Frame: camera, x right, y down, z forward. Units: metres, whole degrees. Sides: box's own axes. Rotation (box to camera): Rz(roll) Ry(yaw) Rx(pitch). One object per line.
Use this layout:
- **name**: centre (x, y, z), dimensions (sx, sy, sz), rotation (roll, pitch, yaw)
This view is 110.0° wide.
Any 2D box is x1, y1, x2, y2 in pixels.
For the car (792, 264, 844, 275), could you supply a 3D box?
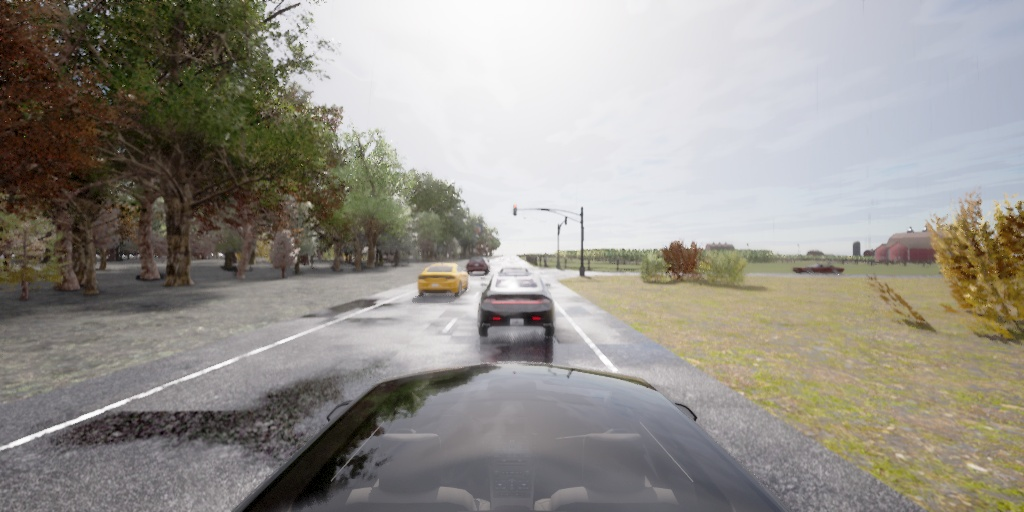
- **car**: centre (35.373, 1.529, 41.565), dimensions (4.718, 1.301, 1.895), rotation (1, -1, 0)

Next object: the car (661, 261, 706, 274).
- **car**: centre (19.917, 1.237, 41.656), dimensions (5.008, 1.535, 1.882), rotation (1, -1, 0)

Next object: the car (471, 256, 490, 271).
- **car**: centre (-3.366, 0.878, 36.416), dimensions (2.097, 1.767, 4.553), rotation (0, 0, 0)

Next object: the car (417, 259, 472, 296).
- **car**: centre (-3.385, 1.122, 18.299), dimensions (1.882, 1.535, 5.008), rotation (0, 1, 0)

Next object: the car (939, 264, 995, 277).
- **car**: centre (48.625, 1.585, 37.889), dimensions (5.357, 1.411, 2.033), rotation (1, -1, 1)

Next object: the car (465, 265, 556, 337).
- **car**: centre (0.110, 1.188, 10.111), dimensions (2.128, 1.511, 4.902), rotation (0, 0, 0)
